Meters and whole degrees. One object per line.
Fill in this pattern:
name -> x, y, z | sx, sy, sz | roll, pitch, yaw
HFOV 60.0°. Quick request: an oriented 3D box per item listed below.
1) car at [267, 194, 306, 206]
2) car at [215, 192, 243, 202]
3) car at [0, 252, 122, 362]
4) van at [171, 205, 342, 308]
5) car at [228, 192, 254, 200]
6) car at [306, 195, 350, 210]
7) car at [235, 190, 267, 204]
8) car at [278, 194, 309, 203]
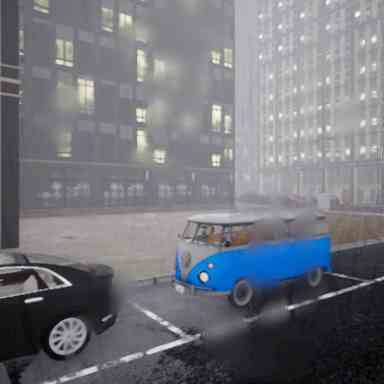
car -> 11.822, 1.098, 40.825 | 1.802, 1.307, 4.206 | 1, 0, -36
car -> 5.868, 0.771, 53.582 | 1.812, 1.442, 4.674 | 0, 1, -36
car -> -3.119, 1.551, 4.336 | 4.403, 1.369, 2.008 | 0, 0, -36
van -> 1.479, 1.340, 7.618 | 3.998, 1.788, 1.690 | 0, 0, -36
car -> 8.749, 0.702, 59.490 | 1.752, 1.417, 4.829 | 1, 0, -36
car -> 15.075, 1.063, 36.295 | 1.967, 1.590, 4.097 | 1, 0, -36
car -> 8.580, 0.724, 45.353 | 2.192, 1.841, 5.009 | 1, 0, -36
car -> 15.347, 0.976, 50.289 | 1.802, 1.307, 4.206 | 1, 0, -36
